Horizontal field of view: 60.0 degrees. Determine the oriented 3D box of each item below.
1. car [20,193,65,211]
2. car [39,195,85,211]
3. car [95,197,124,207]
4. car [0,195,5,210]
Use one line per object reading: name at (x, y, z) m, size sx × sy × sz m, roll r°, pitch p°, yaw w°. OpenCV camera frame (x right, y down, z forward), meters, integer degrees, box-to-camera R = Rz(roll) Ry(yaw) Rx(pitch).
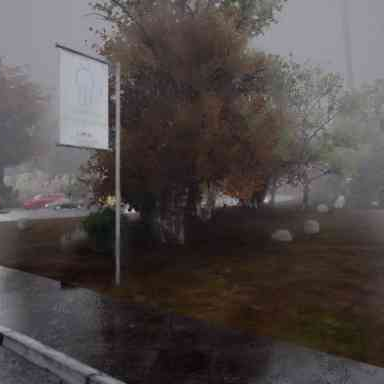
car at (-18.608, 1.211, 42.143) m, size 2.150 × 2.045 × 5.566 m, roll 0°, pitch 0°, yaw 38°
car at (-15.421, 1.480, 40.535) m, size 2.128 × 1.511 × 4.902 m, roll 0°, pitch 0°, yaw 38°
car at (-12.309, 1.434, 50.188) m, size 1.882 × 1.535 × 5.008 m, roll 0°, pitch 0°, yaw 38°
car at (-21.604, 1.221, 32.786) m, size 2.150 × 2.045 × 5.566 m, roll 0°, pitch 0°, yaw 39°
